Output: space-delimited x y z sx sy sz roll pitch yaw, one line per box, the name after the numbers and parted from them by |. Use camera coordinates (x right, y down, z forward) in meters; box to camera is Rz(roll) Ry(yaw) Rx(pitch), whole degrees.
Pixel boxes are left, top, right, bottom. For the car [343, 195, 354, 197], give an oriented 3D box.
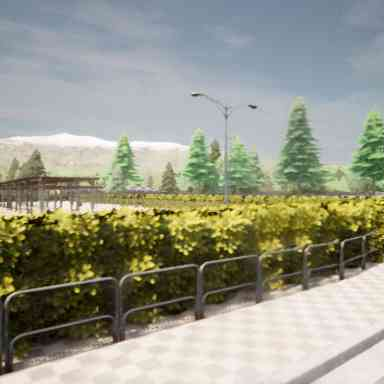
40.062 1.465 85.409 2.128 1.511 4.902 0 0 5 | car
